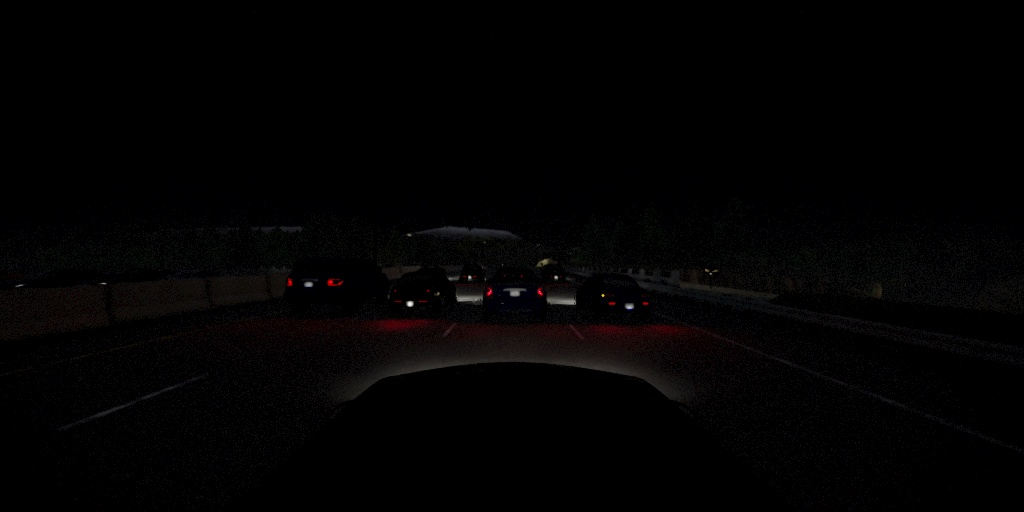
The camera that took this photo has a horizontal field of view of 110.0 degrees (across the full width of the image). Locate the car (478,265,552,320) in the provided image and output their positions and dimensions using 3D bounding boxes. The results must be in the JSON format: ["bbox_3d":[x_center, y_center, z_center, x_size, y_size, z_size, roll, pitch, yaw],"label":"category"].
[{"bbox_3d":[0.094,1.195,13.196,2.097,1.767,4.553,0,0,0],"label":"car"}]

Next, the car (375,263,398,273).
[{"bbox_3d":[-21.054,2.004,60.417,2.128,1.511,4.902,0,-1,1],"label":"car"}]

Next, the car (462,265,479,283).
[{"bbox_3d":[-3.414,1.501,31.440,1.837,1.490,4.892,0,-1,0],"label":"car"}]

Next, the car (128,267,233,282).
[{"bbox_3d":[-17.606,1.434,19.738,1.812,1.442,4.674,0,0,0],"label":"car"}]

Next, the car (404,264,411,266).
[{"bbox_3d":[-17.553,2.030,61.186,1.837,1.490,4.892,0,-1,1],"label":"car"}]

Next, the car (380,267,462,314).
[{"bbox_3d":[-3.406,1.361,14.398,1.837,1.490,4.892,0,0,0],"label":"car"}]

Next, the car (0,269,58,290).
[{"bbox_3d":[-24.606,1.437,19.521,1.812,1.442,4.674,0,0,0],"label":"car"}]

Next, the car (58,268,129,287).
[{"bbox_3d":[-21.106,1.405,20.073,2.128,1.511,4.902,0,0,0],"label":"car"}]

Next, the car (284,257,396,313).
[{"bbox_3d":[-6.904,1.083,14.855,2.150,2.045,5.566,0,0,0],"label":"car"}]

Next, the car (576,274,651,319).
[{"bbox_3d":[3.584,1.367,13.250,1.812,1.442,4.674,0,0,0],"label":"car"}]

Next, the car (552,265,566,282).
[{"bbox_3d":[3.586,1.496,31.450,1.837,1.490,4.892,0,-1,0],"label":"car"}]

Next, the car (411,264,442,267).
[{"bbox_3d":[-6.913,1.489,31.366,2.128,1.511,4.902,0,-1,0],"label":"car"}]
